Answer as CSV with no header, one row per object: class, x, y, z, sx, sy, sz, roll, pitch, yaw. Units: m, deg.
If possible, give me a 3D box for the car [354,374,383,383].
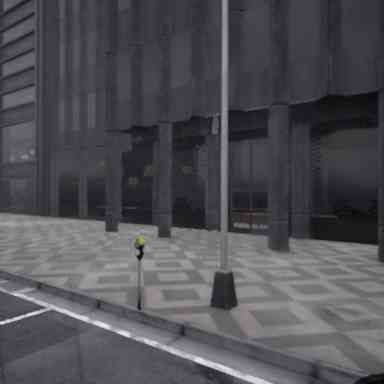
car,2.596,1.576,1.114,4.313,1.339,1.947,0,0,35
